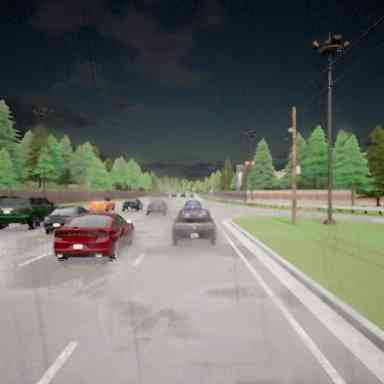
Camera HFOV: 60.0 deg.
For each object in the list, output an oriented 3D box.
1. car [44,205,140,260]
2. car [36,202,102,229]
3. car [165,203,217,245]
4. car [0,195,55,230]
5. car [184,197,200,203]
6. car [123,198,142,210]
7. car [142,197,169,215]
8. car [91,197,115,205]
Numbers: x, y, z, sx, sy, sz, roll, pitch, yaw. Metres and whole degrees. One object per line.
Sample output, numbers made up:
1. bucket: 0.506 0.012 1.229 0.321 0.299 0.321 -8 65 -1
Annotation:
1. car: -3.404 1.482 12.407 1.882 1.535 5.008 0 0 0
2. car: -6.918 1.532 19.268 1.812 1.442 4.674 0 0 0
3. car: 0.095 1.497 15.464 2.128 1.511 4.902 0 0 0
4. car: -10.407 1.228 21.463 2.150 2.045 5.566 0 0 0
5. car: 0.090 1.558 33.699 2.033 1.411 5.357 0 0 0
6. car: -6.913 1.517 39.150 1.837 1.490 4.892 0 0 0
7. car: -3.410 1.558 33.616 2.033 1.411 5.357 0 0 0
8. car: -10.412 1.364 38.829 2.097 1.767 4.553 0 0 0
